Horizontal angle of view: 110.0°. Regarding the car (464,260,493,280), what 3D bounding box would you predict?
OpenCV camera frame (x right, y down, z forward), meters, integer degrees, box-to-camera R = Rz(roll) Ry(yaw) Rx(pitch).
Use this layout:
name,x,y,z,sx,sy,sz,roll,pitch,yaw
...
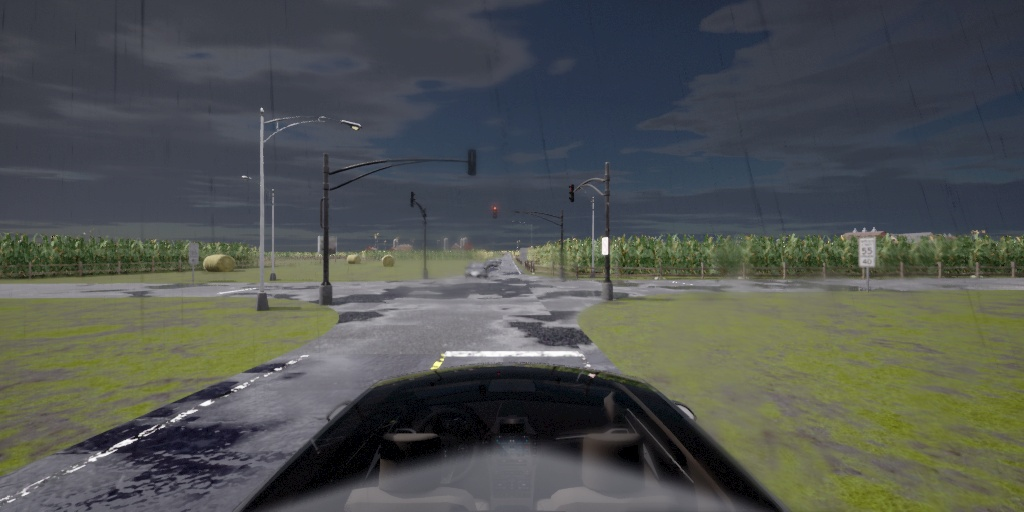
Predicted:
name,x,y,z,sx,sy,sz,roll,pitch,yaw
car,-2.980,1.268,31.056,2.128,1.511,4.902,0,0,-1

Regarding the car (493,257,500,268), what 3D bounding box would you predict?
name,x,y,z,sx,sy,sz,roll,pitch,yaw
car,-3.371,1.275,58.731,1.994,1.385,4.181,0,1,-1
